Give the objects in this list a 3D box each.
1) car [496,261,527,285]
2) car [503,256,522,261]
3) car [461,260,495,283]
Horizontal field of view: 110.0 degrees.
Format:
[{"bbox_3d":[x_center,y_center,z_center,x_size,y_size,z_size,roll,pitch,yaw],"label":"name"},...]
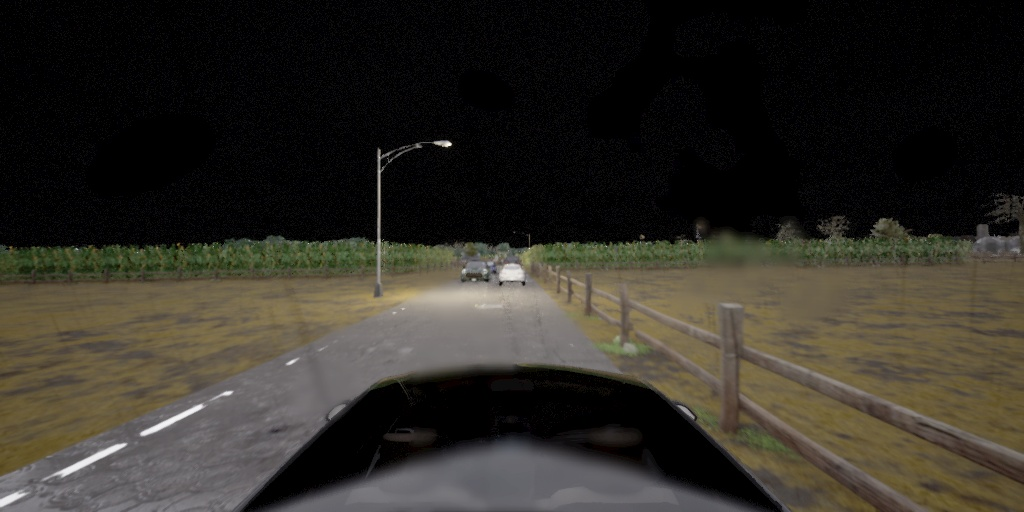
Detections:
[{"bbox_3d":[0.019,1.300,26.073,1.812,1.442,4.674,0,0,0],"label":"car"},{"bbox_3d":[0.094,1.065,45.157,2.150,2.045,5.566,0,0,0],"label":"car"},{"bbox_3d":[-2.752,1.130,28.278,2.097,1.767,4.553,0,0,0],"label":"car"}]
